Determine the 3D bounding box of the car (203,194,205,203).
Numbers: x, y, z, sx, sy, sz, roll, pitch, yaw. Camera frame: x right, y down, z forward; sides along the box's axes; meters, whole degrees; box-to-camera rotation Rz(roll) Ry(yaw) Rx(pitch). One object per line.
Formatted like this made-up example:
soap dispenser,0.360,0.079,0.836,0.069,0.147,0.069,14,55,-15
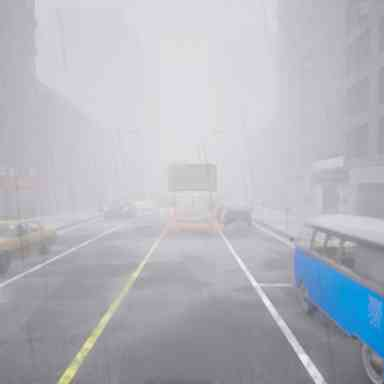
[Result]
car,2.767,1.299,43.466,1.887,1.381,4.507,-1,0,0

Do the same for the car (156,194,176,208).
car,-3.069,1.325,42.261,1.994,1.385,4.181,0,0,0

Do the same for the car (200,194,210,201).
car,2.776,1.162,70.991,1.887,1.381,4.507,-1,0,0

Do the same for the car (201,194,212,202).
car,2.775,1.188,65.486,1.887,1.381,4.507,-1,0,0

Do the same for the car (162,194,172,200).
car,-5.747,1.136,76.499,1.887,1.381,4.507,-1,0,0

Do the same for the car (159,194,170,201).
car,-5.749,1.168,70.994,2.008,1.369,4.403,-1,0,0

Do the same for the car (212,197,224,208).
car,2.762,1.387,26.950,1.887,1.381,4.507,-1,0,0

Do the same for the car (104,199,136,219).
car,-5.764,1.283,26.953,1.967,1.590,4.097,-1,0,0

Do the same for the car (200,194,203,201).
car,2.773,1.237,59.981,1.947,1.339,4.313,-1,0,0

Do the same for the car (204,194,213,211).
car,2.764,1.223,37.960,1.967,1.590,4.097,-1,0,0

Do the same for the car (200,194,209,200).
car,2.778,1.135,76.496,1.887,1.381,4.507,-1,0,0

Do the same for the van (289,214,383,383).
van,2.752,1.310,4.929,1.690,1.788,3.998,-1,0,0

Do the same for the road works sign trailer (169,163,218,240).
road works sign trailer,0.031,0.365,16.543,2.380,3.560,2.880,0,0,-3

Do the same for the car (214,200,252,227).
car,2.760,1.423,21.445,2.008,1.369,4.403,-1,0,0

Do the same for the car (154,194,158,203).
car,-5.754,1.111,59.983,1.967,1.590,4.097,-1,0,0

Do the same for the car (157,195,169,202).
car,-5.750,1.210,65.489,1.947,1.339,4.313,-1,0,0

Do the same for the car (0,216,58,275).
car,-5.769,1.463,10.268,1.752,1.417,4.829,-1,0,0
